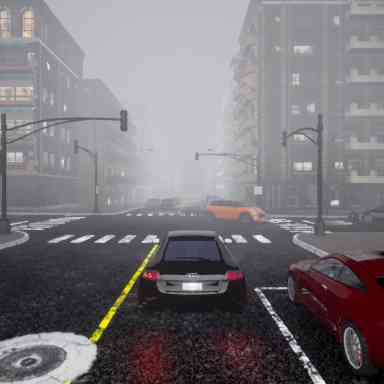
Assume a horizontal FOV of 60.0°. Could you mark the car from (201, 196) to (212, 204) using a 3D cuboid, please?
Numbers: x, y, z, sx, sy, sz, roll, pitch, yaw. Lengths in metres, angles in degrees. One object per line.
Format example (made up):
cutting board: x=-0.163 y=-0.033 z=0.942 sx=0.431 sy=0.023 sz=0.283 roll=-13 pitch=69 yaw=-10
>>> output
car: x=2.724 y=1.539 z=65.245 sx=1.967 sy=1.590 sz=4.097 roll=-1 pitch=0 yaw=0

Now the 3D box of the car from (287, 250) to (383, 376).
car: x=2.796 y=1.582 z=5.284 sx=1.802 sy=1.307 sz=4.206 roll=0 pitch=0 yaw=0

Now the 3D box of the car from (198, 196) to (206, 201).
car: x=2.814 y=1.768 z=92.853 sx=1.947 sy=1.339 sz=4.313 roll=-1 pitch=0 yaw=0

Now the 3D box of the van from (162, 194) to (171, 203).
van: x=-5.795 y=1.478 z=76.354 sx=1.690 sy=1.788 sz=3.998 roll=-1 pitch=0 yaw=0

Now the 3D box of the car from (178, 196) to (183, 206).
car: x=-3.043 y=1.553 z=57.981 sx=1.882 sy=1.535 sz=5.008 roll=0 pitch=0 yaw=0

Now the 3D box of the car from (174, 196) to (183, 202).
car: x=-2.950 y=1.526 z=74.251 sx=1.812 sy=1.442 sz=4.674 roll=0 pitch=0 yaw=0

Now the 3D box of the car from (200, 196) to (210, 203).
car: x=2.729 y=1.662 z=70.765 sx=1.887 sy=1.381 sz=4.507 roll=-1 pitch=0 yaw=0

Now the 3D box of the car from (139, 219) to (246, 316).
car: x=0.007 y=1.564 z=7.623 sx=1.994 sy=1.385 sz=4.181 roll=0 pitch=0 yaw=0

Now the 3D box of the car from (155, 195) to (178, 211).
car: x=-3.072 y=1.515 z=41.553 sx=1.882 sy=1.535 sz=5.008 roll=0 pitch=0 yaw=0

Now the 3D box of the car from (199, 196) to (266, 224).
car: x=3.158 y=1.369 z=24.808 sx=4.553 sy=1.767 sz=2.097 roll=0 pitch=-1 yaw=35

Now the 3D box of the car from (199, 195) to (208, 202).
car: x=2.783 y=1.597 z=81.808 sx=1.967 sy=1.590 sz=4.097 roll=-1 pitch=0 yaw=0

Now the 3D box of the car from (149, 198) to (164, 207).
car: x=-5.806 y=1.631 z=54.260 sx=1.947 sy=1.339 sz=4.313 roll=-1 pitch=0 yaw=0

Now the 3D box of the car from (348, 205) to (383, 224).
car: x=14.624 y=1.727 z=26.199 sx=4.181 sy=1.385 sz=1.994 roll=1 pitch=0 yaw=0

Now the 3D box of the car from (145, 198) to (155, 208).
car: x=-5.809 y=1.634 z=48.738 sx=1.802 sy=1.307 sz=4.206 roll=-1 pitch=0 yaw=0

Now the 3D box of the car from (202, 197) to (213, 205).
car: x=2.722 y=1.606 z=59.892 sx=1.752 sy=1.417 sz=4.829 roll=-1 pitch=0 yaw=0

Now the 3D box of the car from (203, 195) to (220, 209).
car: x=2.754 y=1.367 z=48.683 sx=2.192 sy=1.841 sz=5.009 roll=-1 pitch=0 yaw=0
